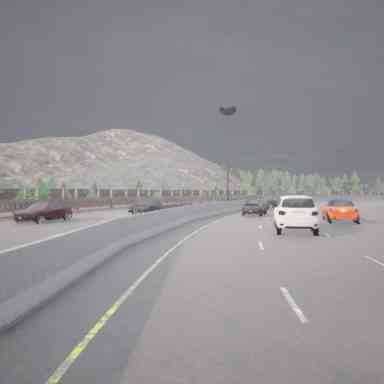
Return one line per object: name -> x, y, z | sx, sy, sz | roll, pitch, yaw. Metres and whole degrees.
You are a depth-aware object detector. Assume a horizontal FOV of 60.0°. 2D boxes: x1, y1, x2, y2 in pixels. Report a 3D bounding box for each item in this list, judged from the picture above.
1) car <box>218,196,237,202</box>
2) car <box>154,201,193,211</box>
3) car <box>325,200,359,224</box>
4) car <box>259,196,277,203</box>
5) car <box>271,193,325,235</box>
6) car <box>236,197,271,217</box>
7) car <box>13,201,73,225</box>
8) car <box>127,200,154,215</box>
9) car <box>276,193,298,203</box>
car -> 6.801, 1.502, 62.932 | 1.837, 1.490, 4.892 | 0, 0, 36
car -> -1.387, 1.547, 32.537 | 2.033, 1.411, 5.357 | 0, 0, 19
car -> 11.210, 1.351, 25.268 | 2.097, 1.767, 4.553 | 0, 0, 17
car -> 15.686, 1.514, 68.483 | 1.812, 1.442, 4.674 | 0, 0, 39
car -> 5.862, 1.222, 19.049 | 2.150, 2.045, 5.566 | 0, 0, 13
car -> 6.069, 1.491, 31.837 | 2.128, 1.511, 4.902 | 0, 0, 20
car -> -10.907, 1.477, 24.659 | 1.882, 1.535, 5.008 | 0, 0, 14
car -> -4.546, 1.547, 34.069 | 2.033, 1.411, 5.357 | 0, 0, 19
car -> 19.268, 1.201, 67.233 | 2.150, 2.045, 5.566 | 0, 0, 42
